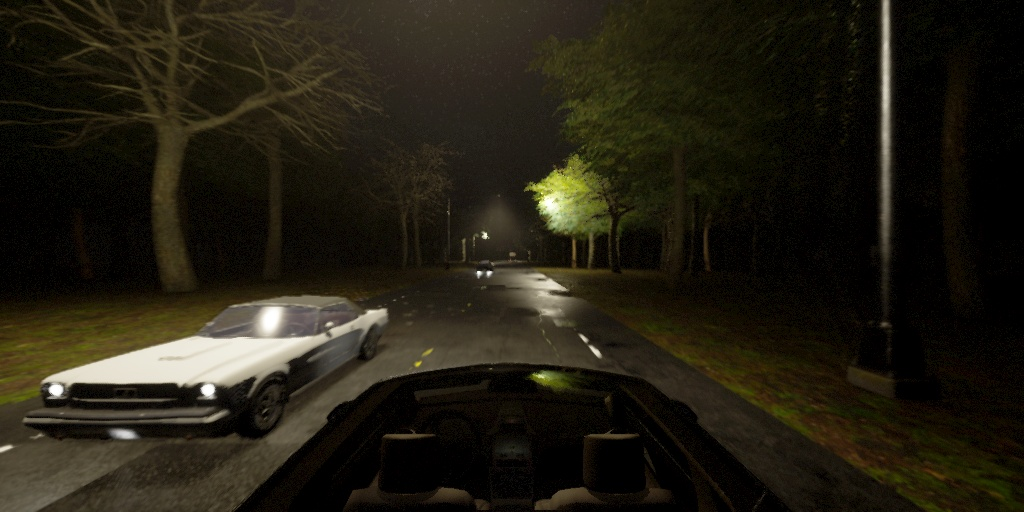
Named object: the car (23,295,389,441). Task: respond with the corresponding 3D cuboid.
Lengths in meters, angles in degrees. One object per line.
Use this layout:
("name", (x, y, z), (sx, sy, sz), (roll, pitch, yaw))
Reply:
("car", (-3.597, 1.349, 5.534), (1.895, 1.301, 4.718), (0, 0, 0))

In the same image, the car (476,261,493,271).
("car", (-3.554, 1.290, 47.437), (1.994, 1.385, 4.181), (0, 0, 0))
